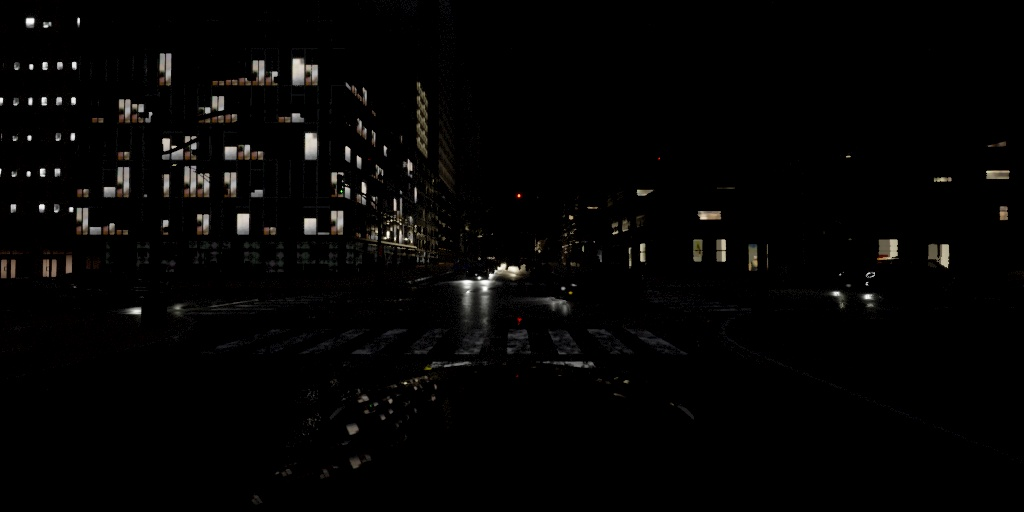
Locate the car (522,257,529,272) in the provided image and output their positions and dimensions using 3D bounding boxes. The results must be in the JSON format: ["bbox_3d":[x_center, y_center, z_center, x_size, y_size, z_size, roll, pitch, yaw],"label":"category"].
[{"bbox_3d":[2.772,1.070,46.336,2.192,1.841,5.009,0,0,0],"label":"car"}]

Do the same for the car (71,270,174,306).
[{"bbox_3d":[-17.868,1.359,15.798,5.008,1.535,1.882,-1,-1,1],"label":"car"}]

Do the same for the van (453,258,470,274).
[{"bbox_3d":[-5.619,1.096,40.639,1.690,1.789,3.998,0,0,0],"label":"van"}]

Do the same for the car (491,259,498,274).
[{"bbox_3d":[-3.025,1.319,42.036,1.994,1.385,4.181,0,0,0],"label":"car"}]

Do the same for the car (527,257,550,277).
[{"bbox_3d":[2.751,1.194,34.988,1.967,1.591,4.097,0,0,0],"label":"car"}]

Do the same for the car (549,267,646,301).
[{"bbox_3d":[4.265,1.304,17.281,4.181,1.385,1.994,-1,0,-18],"label":"car"}]

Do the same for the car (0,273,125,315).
[{"bbox_3d":[-17.399,1.412,13.186,4.207,1.307,1.802,0,0,1],"label":"car"}]

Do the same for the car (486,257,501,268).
[{"bbox_3d":[-3.005,1.303,52.316,2.033,1.411,5.357,0,0,0],"label":"car"}]

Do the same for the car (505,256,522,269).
[{"bbox_3d":[0.197,0.977,55.018,2.150,2.045,5.566,0,0,0],"label":"car"}]

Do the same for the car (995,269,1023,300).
[{"bbox_3d":[20.709,0.994,12.751,4.829,1.417,1.751,0,0,1],"label":"car"}]

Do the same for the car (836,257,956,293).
[{"bbox_3d":[19.687,0.932,18.568,4.553,1.767,2.097,-1,-1,1],"label":"car"}]

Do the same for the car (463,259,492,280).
[{"bbox_3d":[-3.019,1.280,32.087,1.812,1.442,4.674,0,0,-1],"label":"car"}]
